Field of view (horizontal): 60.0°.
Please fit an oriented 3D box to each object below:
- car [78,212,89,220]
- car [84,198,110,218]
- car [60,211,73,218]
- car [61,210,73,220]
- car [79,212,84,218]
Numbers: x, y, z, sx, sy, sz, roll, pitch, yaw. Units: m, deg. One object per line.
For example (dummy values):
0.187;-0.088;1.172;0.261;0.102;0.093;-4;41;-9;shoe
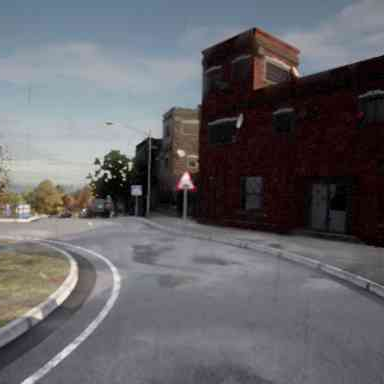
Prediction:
-21.974;4.825;67.534;1.882;1.535;5.008;2;-5;-20;car
-10.232;1.868;36.216;2.150;2.045;5.566;2;-7;-20;car
-21.349;4.053;56.687;1.837;1.490;4.892;1;-6;-20;car
-25.011;4.620;66.388;2.097;1.767;4.553;2;-5;-20;car
-14.739;3.244;48.192;2.128;1.511;4.902;1;-6;-20;car
